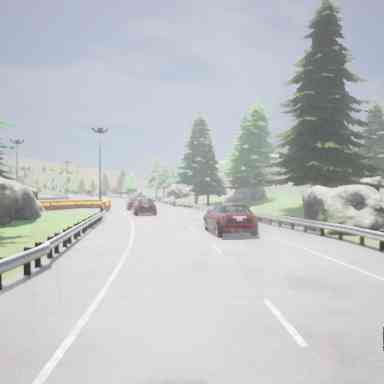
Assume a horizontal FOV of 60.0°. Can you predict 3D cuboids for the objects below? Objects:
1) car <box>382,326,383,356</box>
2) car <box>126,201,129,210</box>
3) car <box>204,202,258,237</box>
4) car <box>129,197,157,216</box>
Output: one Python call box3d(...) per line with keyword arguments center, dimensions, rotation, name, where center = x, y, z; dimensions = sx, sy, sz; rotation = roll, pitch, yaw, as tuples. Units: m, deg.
box3d(center=(3.415, 1.356, 2.255), dimensions=(2.097, 1.767, 4.553), rotation=(0, 0, -1), name="car")
box3d(center=(-7.487, 1.561, 43.322), dimensions=(1.837, 1.490, 4.892), rotation=(0, 0, -16), name="car")
box3d(center=(1.997, 1.376, 18.359), dimensions=(2.097, 1.767, 4.553), rotation=(0, 0, -9), name="car")
box3d(center=(-4.854, 1.395, 33.593), dimensions=(2.097, 1.767, 4.553), rotation=(0, 0, -14), name="car")
